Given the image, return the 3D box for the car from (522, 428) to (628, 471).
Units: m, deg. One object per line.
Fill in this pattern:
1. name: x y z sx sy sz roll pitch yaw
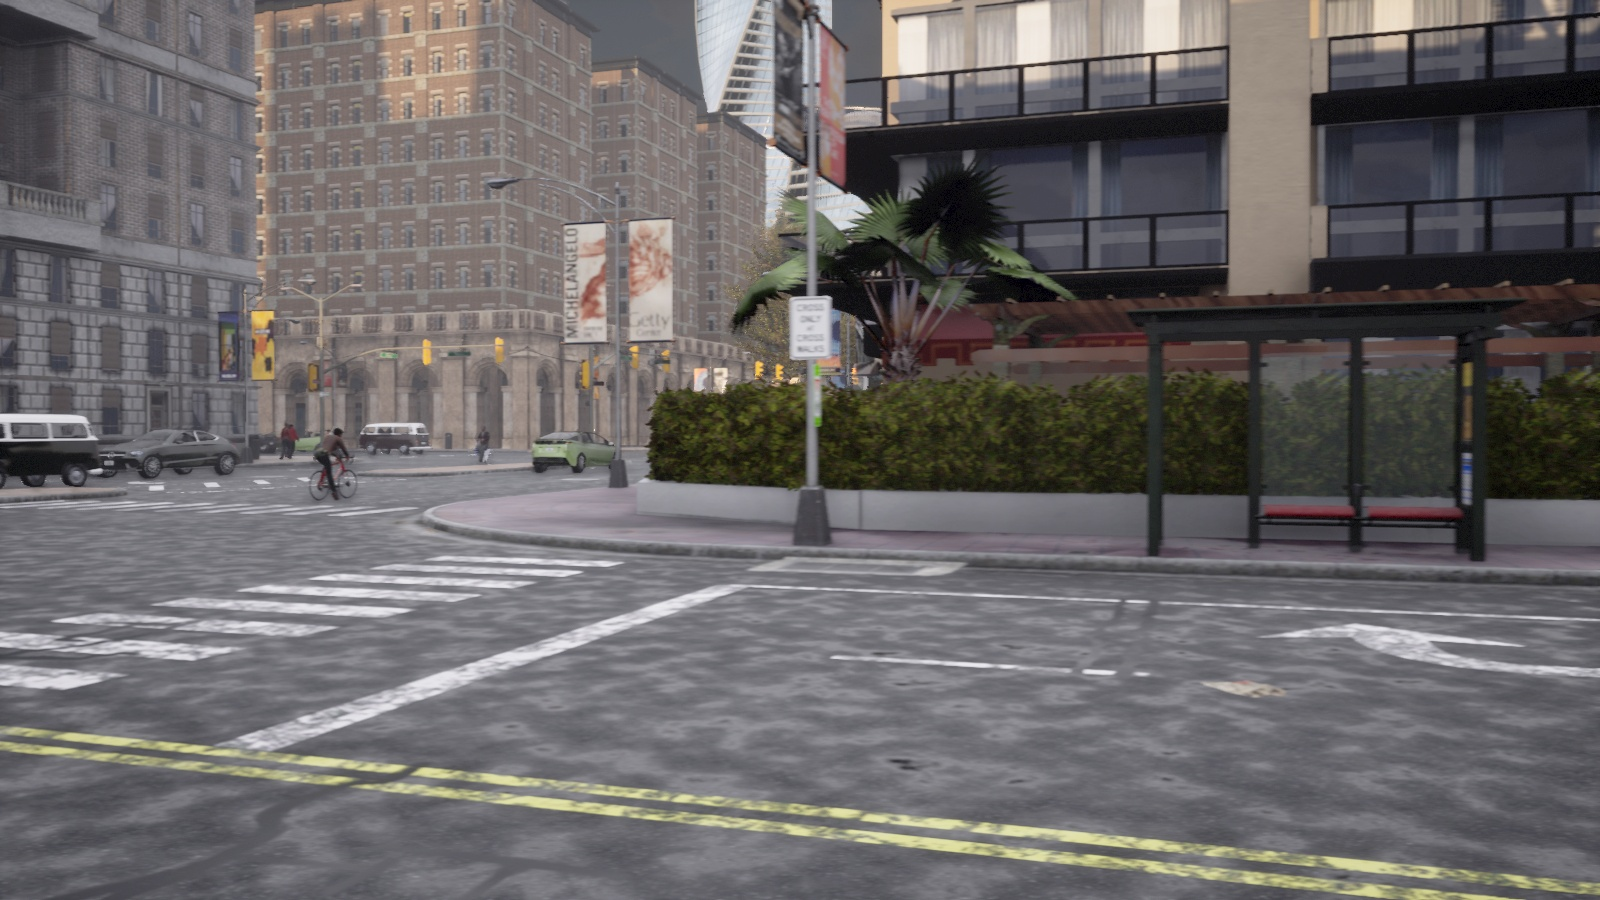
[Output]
1. car: -8.346 -0.053 46.988 2.007 1.525 4.514 1 1 18

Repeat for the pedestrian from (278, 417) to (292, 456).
1. pedestrian: -24.758 -0.653 60.388 0.331 1.846 0.636 1 1 14

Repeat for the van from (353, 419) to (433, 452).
1. van: -26.060 -0.922 80.417 4.480 2.038 2.069 1 1 18

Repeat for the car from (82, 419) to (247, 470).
1. car: -21.700 -0.229 43.148 2.152 1.651 5.027 1 1 18

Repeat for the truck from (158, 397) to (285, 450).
1. truck: -38.956 -1.770 84.564 7.936 3.462 2.891 1 1 18

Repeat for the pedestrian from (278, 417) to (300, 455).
1. pedestrian: -25.370 -0.689 62.375 0.634 1.844 0.899 0 1 9

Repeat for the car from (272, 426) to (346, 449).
1. car: -33.845 -0.846 86.590 4.514 1.525 2.007 1 1 18

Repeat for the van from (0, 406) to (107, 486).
1. van: -21.166 -0.118 33.497 2.069 2.038 4.480 1 1 18

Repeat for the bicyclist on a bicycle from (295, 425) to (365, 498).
1. bicyclist on a bicycle: -10.684 0.247 28.589 0.582 1.620 1.656 1 1 18
